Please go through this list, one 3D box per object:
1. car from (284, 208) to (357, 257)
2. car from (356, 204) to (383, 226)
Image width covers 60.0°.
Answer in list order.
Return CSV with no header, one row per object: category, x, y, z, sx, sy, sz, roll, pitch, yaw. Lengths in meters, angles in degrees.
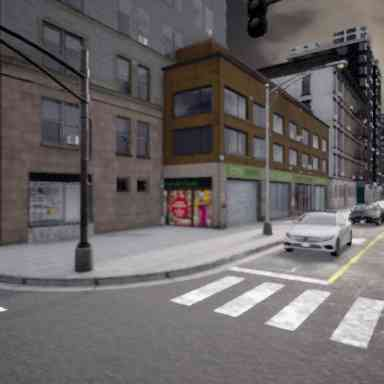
car,5.181,1.529,13.337,1.812,1.442,4.674,0,0,34
car,12.575,1.549,23.726,2.033,1.411,5.357,0,0,35
